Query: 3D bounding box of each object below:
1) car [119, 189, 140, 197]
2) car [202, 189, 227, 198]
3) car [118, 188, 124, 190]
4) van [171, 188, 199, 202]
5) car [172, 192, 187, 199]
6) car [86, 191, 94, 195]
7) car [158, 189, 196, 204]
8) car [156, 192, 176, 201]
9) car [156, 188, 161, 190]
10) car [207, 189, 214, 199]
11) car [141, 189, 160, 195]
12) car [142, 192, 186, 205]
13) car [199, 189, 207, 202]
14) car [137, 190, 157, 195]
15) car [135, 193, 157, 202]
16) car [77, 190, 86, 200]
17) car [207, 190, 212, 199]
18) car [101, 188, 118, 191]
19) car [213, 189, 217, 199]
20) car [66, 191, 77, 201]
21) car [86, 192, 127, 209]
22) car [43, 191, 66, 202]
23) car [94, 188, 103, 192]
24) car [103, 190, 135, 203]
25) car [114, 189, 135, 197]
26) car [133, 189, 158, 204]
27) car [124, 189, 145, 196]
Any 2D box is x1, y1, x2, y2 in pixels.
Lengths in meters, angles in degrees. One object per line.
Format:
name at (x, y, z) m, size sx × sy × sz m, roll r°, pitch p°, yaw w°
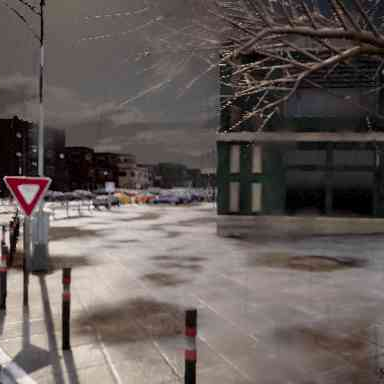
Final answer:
car at (-15.230, 0.149, 81.214) m, size 4.553 × 1.767 × 2.185 m, roll 1°, pitch 1°, yaw 14°
car at (5.327, 0.268, 79.891) m, size 5.566 × 2.045 × 2.435 m, roll 1°, pitch 1°, yaw 14°
car at (-17.767, 0.450, 70.482) m, size 5.366 × 1.575 × 1.946 m, roll 1°, pitch 1°, yaw 14°
van at (-1.722, 0.744, 53.139) m, size 4.442 × 1.987 × 1.878 m, roll 1°, pitch 1°, yaw 14°
car at (-2.454, 0.720, 68.709) m, size 1.994 × 1.385 × 4.181 m, roll 1°, pitch 1°, yaw 14°
car at (-20.661, 0.501, 59.834) m, size 4.553 × 1.767 × 2.185 m, roll 1°, pitch 1°, yaw 14°
car at (-2.306, 0.885, 50.288) m, size 4.553 × 1.767 × 2.185 m, roll 1°, pitch 1°, yaw 14°
car at (-4.610, 0.815, 60.126) m, size 2.128 × 1.511 × 4.902 m, roll 1°, pitch 1°, yaw 15°
car at (-5.566, 0.594, 68.649) m, size 2.128 × 1.511 × 4.902 m, roll 1°, pitch 1°, yaw 14°
car at (1.140, 0.792, 63.757) m, size 4.892 × 1.521 × 2.231 m, roll 1°, pitch 1°, yaw 14°
car at (-11.764, 0.079, 94.557) m, size 4.892 × 1.521 × 2.231 m, roll 1°, pitch 1°, yaw 14°
car at (-3.723, 1.100, 45.042) m, size 4.792 × 1.488 × 2.163 m, roll 1°, pitch 1°, yaw 14°
car at (-0.223, 0.760, 58.367) m, size 4.553 × 1.767 × 2.185 m, roll 1°, pitch 1°, yaw 14°
car at (-12.450, 0.116, 91.888) m, size 4.892 × 1.521 × 2.231 m, roll 1°, pitch 1°, yaw 14°
car at (-8.041, 0.860, 58.852) m, size 2.033 × 1.411 × 5.357 m, roll 1°, pitch 1°, yaw 15°
car at (-21.377, 0.705, 57.173) m, size 4.674 × 1.452 × 2.002 m, roll 1°, pitch 1°, yaw 14°
car at (0.466, 0.836, 61.190) m, size 5.008 × 1.535 × 2.097 m, roll 1°, pitch 1°, yaw 14°
car at (-18.657, 0.243, 67.860) m, size 5.566 × 2.045 × 2.435 m, roll 1°, pitch 1°, yaw 14°
car at (2.701, 0.697, 69.094) m, size 5.366 × 1.575 × 1.946 m, roll 1°, pitch 1°, yaw 14°
car at (-22.070, 0.703, 54.506) m, size 5.008 × 1.535 × 2.097 m, roll 1°, pitch 1°, yaw 14°
car at (-9.784, 1.100, 38.638) m, size 2.128 × 1.511 × 4.902 m, roll 1°, pitch 1°, yaw 11°
car at (-22.721, 0.611, 51.819) m, size 4.553 × 1.767 × 2.185 m, roll 1°, pitch 1°, yaw 14°
car at (-20.011, 0.586, 62.520) m, size 4.892 × 1.521 × 2.231 m, roll 1°, pitch 1°, yaw 14°
car at (-10.644, 0.931, 48.761) m, size 1.882 × 1.535 × 5.008 m, roll 1°, pitch 1°, yaw 15°
car at (-15.916, 0.191, 78.545) m, size 4.553 × 1.767 × 2.185 m, roll 1°, pitch 1°, yaw 14°
car at (-7.080, 0.822, 50.532) m, size 2.097 × 1.767 × 4.553 m, roll 1°, pitch 1°, yaw 15°
car at (-14.483, 0.108, 83.870) m, size 4.553 × 1.767 × 2.185 m, roll 1°, pitch 1°, yaw 14°
